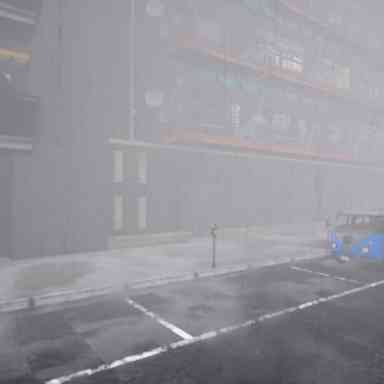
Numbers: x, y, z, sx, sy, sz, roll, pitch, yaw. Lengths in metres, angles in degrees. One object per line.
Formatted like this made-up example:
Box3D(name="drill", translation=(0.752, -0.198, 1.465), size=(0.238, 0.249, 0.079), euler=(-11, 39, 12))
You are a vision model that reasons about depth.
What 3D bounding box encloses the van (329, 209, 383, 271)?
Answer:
Box3D(name="van", translation=(6.205, 1.448, 10.990), size=(3.998, 1.788, 1.690), euler=(1, 0, -36))
